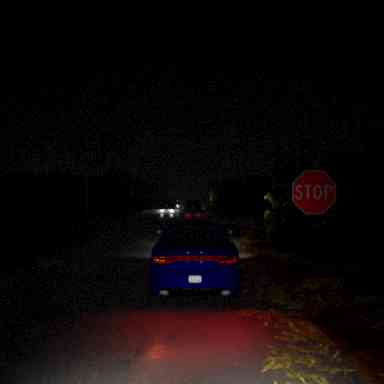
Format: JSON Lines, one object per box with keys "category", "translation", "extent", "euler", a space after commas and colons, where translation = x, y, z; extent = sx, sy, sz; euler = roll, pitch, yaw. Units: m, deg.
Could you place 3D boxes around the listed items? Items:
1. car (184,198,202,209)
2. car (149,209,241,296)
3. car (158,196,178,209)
{"category": "car", "translation": [0.101, 1.455, 39.262], "extent": [2.128, 1.511, 4.902], "euler": [0, 0, 0]}
{"category": "car", "translation": [0.070, 1.432, 8.577], "extent": [1.882, 1.535, 5.008], "euler": [0, 0, 0]}
{"category": "car", "translation": [-3.187, 1.510, 43.127], "extent": [1.994, 1.385, 4.181], "euler": [0, 1, 0]}
